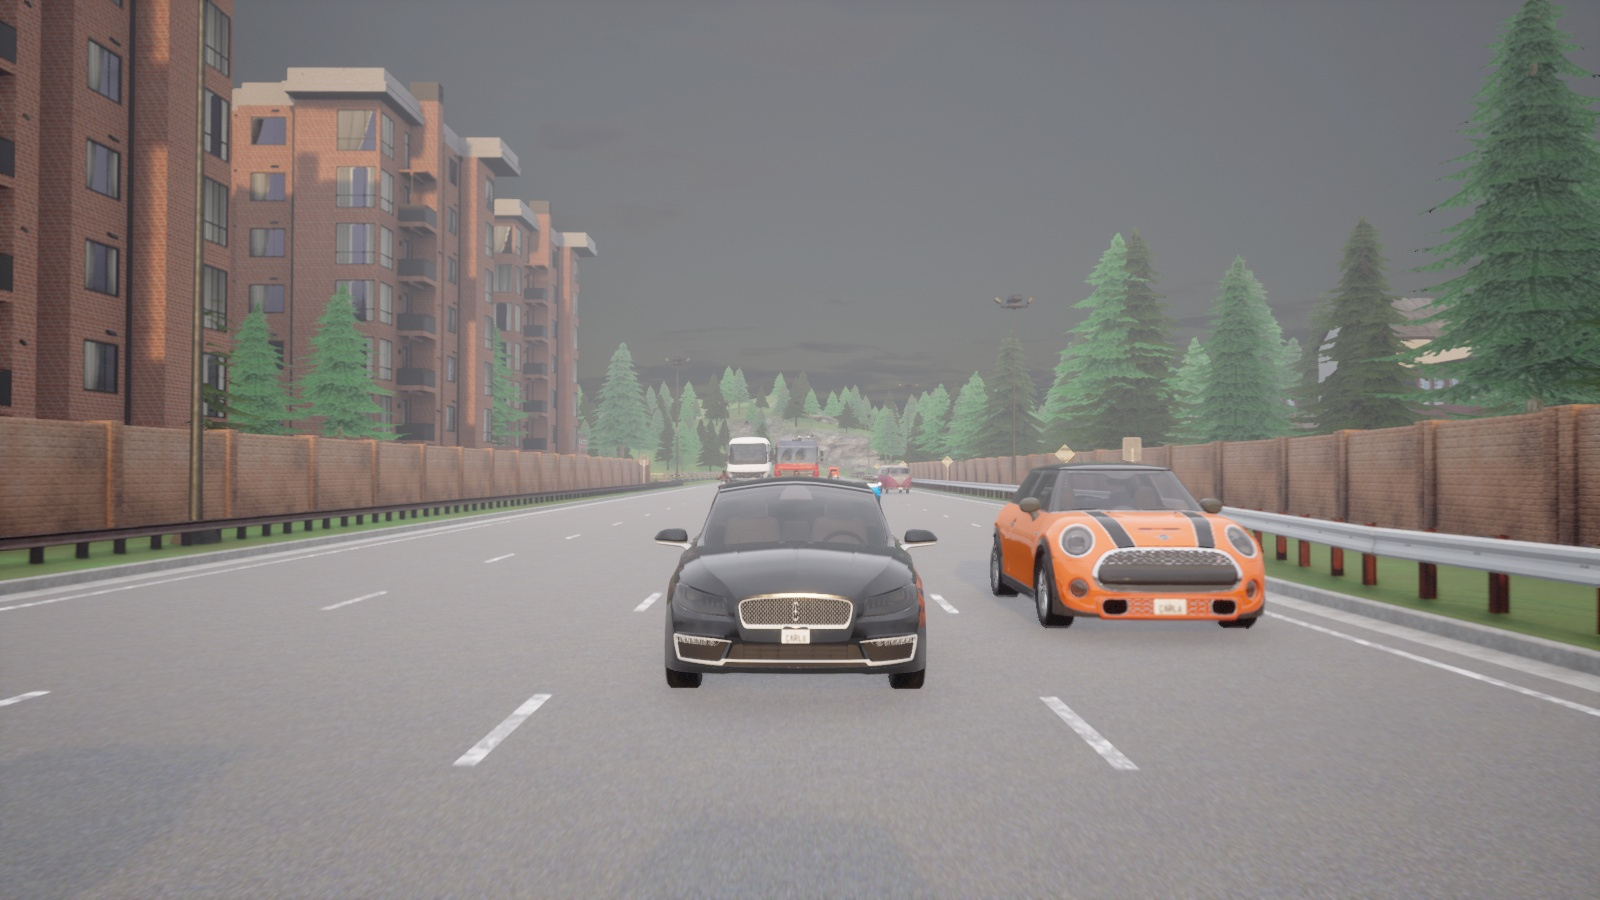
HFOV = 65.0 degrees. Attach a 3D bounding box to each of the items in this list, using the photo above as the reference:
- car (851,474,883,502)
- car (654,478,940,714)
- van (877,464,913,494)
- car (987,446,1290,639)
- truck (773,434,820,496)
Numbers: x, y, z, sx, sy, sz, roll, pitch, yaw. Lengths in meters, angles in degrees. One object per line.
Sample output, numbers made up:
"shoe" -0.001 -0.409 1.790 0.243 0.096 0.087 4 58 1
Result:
"car" 3.328 1.908 62.845 1.481 1.376 2.207 0 -1 -1
"car" -0.026 0.996 10.556 1.837 1.490 4.892 0 -1 0
"van" 6.648 2.011 88.163 1.775 1.987 4.442 0 0 -6
"car" 3.465 0.891 13.873 2.097 1.767 4.553 0 -1 0
"truck" -0.203 1.022 81.935 2.891 3.827 8.468 0 -1 0
